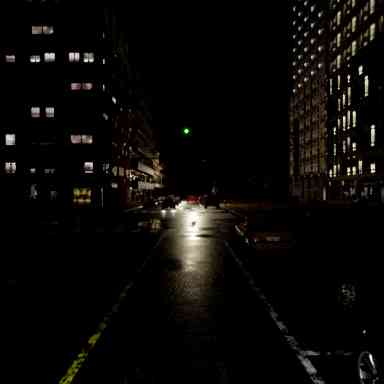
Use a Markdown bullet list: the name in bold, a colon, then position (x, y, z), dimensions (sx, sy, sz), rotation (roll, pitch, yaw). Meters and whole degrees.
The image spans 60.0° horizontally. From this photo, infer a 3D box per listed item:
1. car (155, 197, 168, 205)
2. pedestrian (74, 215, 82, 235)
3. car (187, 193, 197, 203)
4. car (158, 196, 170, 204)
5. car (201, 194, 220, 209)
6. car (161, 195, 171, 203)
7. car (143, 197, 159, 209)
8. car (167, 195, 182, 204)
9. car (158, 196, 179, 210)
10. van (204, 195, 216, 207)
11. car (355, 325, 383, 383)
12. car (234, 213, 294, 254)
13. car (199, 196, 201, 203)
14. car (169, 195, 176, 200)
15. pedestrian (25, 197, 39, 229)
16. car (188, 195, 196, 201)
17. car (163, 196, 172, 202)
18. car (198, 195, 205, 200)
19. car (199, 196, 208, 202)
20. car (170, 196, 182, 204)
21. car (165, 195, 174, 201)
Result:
- **car**: position (-5.680, 1.599, 62.201), dimensions (2.008, 1.369, 4.403), rotation (0, 0, 0)
- **pedestrian**: position (-6.016, 1.678, 17.581), dimensions (0.500, 1.100, 0.500), rotation (0, 0, 0)
- **car**: position (0.016, 1.296, 74.427), dimensions (2.150, 2.045, 5.566), rotation (0, 0, 0)
- **car**: position (-5.679, 1.603, 67.727), dimensions (1.887, 1.381, 4.507), rotation (0, 0, 0)
- **car**: position (2.696, 1.339, 45.620), dimensions (2.192, 1.841, 5.009), rotation (0, 0, 0)
- **car**: position (-5.678, 1.509, 73.255), dimensions (1.967, 1.590, 4.097), rotation (0, 0, 0)
- **car**: position (-5.683, 1.575, 45.621), dimensions (2.008, 1.369, 4.403), rotation (0, 0, 0)
- **car**: position (-3.076, 1.583, 54.657), dimensions (2.033, 1.411, 5.357), rotation (0, 0, 0)
- **car**: position (-3.112, 1.571, 44.529), dimensions (2.033, 1.411, 5.357), rotation (0, 0, -4)
- **van**: position (2.697, 1.372, 51.146), dimensions (1.690, 1.788, 3.998), rotation (0, 0, 0)
- **car**: position (2.687, 1.566, 1.942), dimensions (1.947, 1.339, 4.313), rotation (0, 0, 0)
- **car**: position (2.689, 1.527, 13.377), dimensions (1.752, 1.417, 4.829), rotation (0, 0, 0)
- **car**: position (2.700, 1.373, 67.725), dimensions (2.192, 1.841, 5.009), rotation (0, 0, 0)
- **car**: position (-5.673, 1.640, 95.191), dimensions (1.752, 1.417, 4.829), rotation (0, 0, 0)
- **pedestrian**: position (-8.954, 1.146, 18.575), dimensions (0.375, 1.860, 0.375), rotation (0, 0, 0)
- **car**: position (0.019, 1.545, 84.814), dimensions (2.033, 1.411, 5.357), rotation (0, 0, 0)
- **car**: position (-5.677, 1.661, 78.781), dimensions (1.802, 1.307, 4.206), rotation (0, 0, 0)
- **car**: position (2.708, 1.641, 95.529), dimensions (1.752, 1.417, 4.829), rotation (0, 0, 0)
- **car**: position (2.703, 1.624, 78.779), dimensions (1.887, 1.381, 4.507), rotation (0, 0, 0)
- **car**: position (-3.031, 1.544, 64.850), dimensions (2.128, 1.511, 4.902), rotation (0, 0, 0)
- **car**: position (-5.676, 1.531, 84.308), dimensions (1.967, 1.590, 4.097), rotation (0, 0, 0)
